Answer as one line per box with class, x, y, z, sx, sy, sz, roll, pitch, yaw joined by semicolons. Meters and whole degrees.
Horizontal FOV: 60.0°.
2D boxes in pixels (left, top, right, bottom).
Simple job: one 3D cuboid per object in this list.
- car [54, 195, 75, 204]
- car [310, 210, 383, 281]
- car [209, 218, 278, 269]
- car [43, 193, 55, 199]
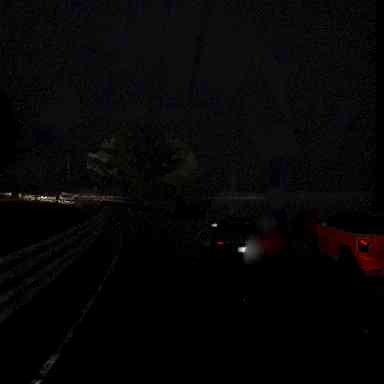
car;-21.312;1.199;56.677;1.812;1.442;4.674;-1;1;-40
car;5.009;1.312;9.800;2.097;1.767;4.553;0;0;5
car;1.608;1.536;11.054;1.994;1.385;4.181;0;0;5
car;-27.724;0.930;64.666;2.128;1.511;4.902;-1;1;-34
